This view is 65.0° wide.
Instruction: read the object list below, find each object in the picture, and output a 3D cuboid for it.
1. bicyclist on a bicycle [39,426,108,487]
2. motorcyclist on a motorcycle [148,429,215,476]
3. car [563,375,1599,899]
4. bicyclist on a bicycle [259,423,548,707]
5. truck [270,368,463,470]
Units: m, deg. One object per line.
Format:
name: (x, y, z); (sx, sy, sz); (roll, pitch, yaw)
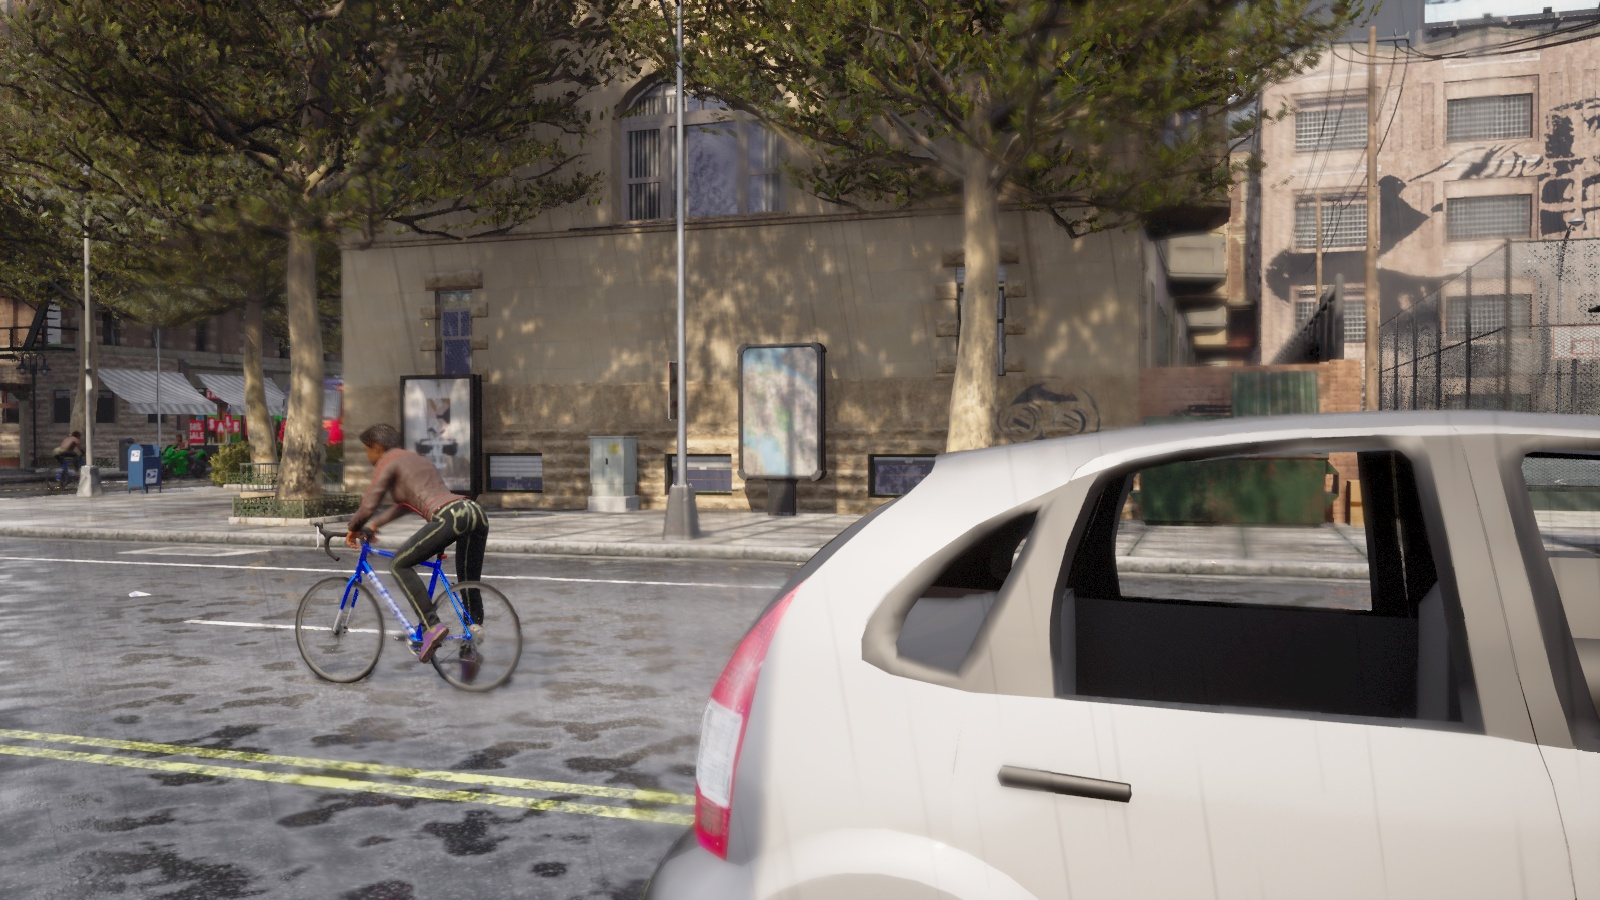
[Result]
bicyclist on a bicycle: (-19.715, 0.159, 34.126); (0.582, 1.620, 1.656); (1, 1, 18)
motorcyclist on a motorcycle: (-20.733, 0.056, 42.158); (0.797, 1.523, 2.044); (1, 1, 19)
car: (1.739, 0.690, 2.607); (3.988, 1.617, 1.851); (1, 1, 19)
bicyclist on a bicycle: (-2.426, 0.647, 7.694); (1.656, 1.620, 0.582); (0, 1, 19)
truck: (-17.521, -1.230, 51.577); (2.891, 3.827, 8.468); (1, 1, 19)
